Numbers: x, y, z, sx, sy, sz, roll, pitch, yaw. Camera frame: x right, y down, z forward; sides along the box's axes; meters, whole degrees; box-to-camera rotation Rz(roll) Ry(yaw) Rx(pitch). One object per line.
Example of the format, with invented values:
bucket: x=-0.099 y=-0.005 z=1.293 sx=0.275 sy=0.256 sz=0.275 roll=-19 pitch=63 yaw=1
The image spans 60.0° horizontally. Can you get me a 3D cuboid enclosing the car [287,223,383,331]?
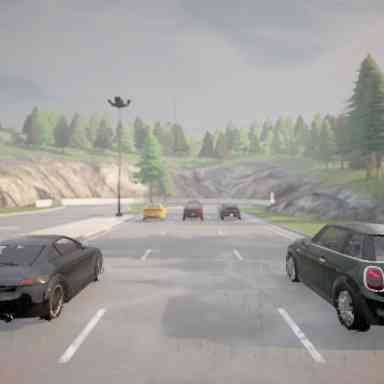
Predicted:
car: x=3.599 y=1.431 z=7.184 sx=2.097 sy=1.767 sz=4.553 roll=0 pitch=-1 yaw=0

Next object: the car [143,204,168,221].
car: x=-3.400 y=1.821 z=31.373 sx=1.882 sy=1.535 sz=5.008 roll=0 pitch=-1 yaw=0

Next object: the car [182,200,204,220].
car: x=0.093 y=1.826 z=31.847 sx=1.882 sy=1.535 sz=5.008 roll=0 pitch=-1 yaw=0

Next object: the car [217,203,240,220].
car: x=3.601 y=1.862 z=32.679 sx=1.837 sy=1.490 sz=4.892 roll=0 pitch=-1 yaw=0

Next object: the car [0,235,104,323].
car: x=-3.401 y=1.647 z=7.486 sx=1.994 sy=1.385 sz=4.181 roll=0 pitch=-1 yaw=0

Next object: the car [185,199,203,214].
car: x=0.280 y=1.814 z=42.357 sx=2.097 sy=1.767 sz=4.553 roll=0 pitch=-1 yaw=2
